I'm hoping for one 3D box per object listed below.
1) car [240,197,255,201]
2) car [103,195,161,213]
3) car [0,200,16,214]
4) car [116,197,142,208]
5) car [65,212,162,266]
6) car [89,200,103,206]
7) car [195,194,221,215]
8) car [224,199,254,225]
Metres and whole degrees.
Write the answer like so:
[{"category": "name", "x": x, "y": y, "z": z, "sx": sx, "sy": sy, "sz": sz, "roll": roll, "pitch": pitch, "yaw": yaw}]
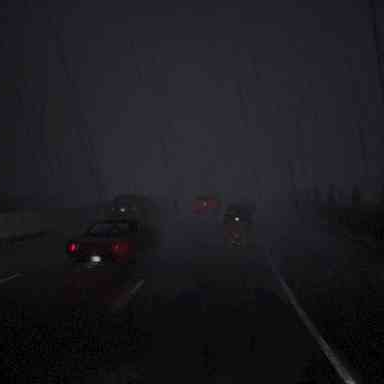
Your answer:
[{"category": "car", "x": 6.679, "y": 1.409, "z": 41.289, "sx": 2.097, "sy": 1.767, "sz": 4.553, "roll": 0, "pitch": 0, "yaw": 11}, {"category": "car", "x": -3.860, "y": 1.229, "z": 23.558, "sx": 2.150, "sy": 2.045, "sz": 5.566, "roll": 0, "pitch": 0, "yaw": 11}, {"category": "car", "x": -17.362, "y": 1.458, "z": 28.563, "sx": 2.128, "sy": 1.511, "sz": 4.902, "roll": 0, "pitch": 0, "yaw": 11}, {"category": "car", "x": -9.511, "y": 1.505, "z": 50.414, "sx": 2.128, "sy": 1.511, "sz": 4.902, "roll": 0, "pitch": 0, "yaw": 11}, {"category": "car", "x": -2.404, "y": 1.603, "z": 11.622, "sx": 1.895, "sy": 1.301, "sz": 4.718, "roll": 0, "pitch": 0, "yaw": 8}, {"category": "car", "x": -9.171, "y": 1.524, "z": 33.994, "sx": 1.812, "sy": 1.442, "sz": 4.674, "roll": 0, "pitch": 0, "yaw": 11}, {"category": "car", "x": 1.726, "y": 1.256, "z": 34.106, "sx": 2.150, "sy": 2.045, "sz": 5.566, "roll": 0, "pitch": 0, "yaw": 11}, {"category": "car", "x": 3.410, "y": 1.537, "z": 24.246, "sx": 1.837, "sy": 1.490, "sz": 4.892, "roll": 0, "pitch": 0, "yaw": 11}]
